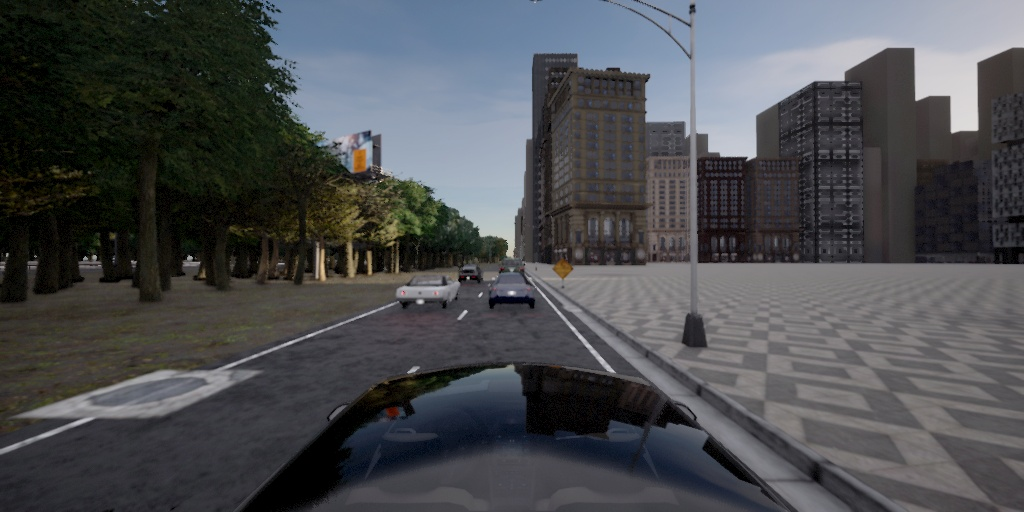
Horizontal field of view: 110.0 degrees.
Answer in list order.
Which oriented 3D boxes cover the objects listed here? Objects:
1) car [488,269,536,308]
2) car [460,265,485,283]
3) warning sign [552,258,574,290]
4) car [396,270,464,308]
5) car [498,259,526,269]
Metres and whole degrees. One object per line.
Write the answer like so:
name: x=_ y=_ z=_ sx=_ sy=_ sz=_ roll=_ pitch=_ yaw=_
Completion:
car: x=-0.004 y=1.448 z=16.150 sx=1.994 sy=1.385 sz=4.181 roll=0 pitch=0 yaw=0
car: x=-3.512 y=1.529 z=31.129 sx=1.837 sy=1.490 sz=4.892 roll=0 pitch=0 yaw=0
warning sign: x=3.039 y=1.047 z=21.344 sx=1.300 sy=1.860 sz=1.060 roll=0 pitch=0 yaw=0
car: x=-3.506 y=1.483 z=15.950 sx=1.895 sy=1.301 sz=4.718 roll=0 pitch=0 yaw=0
car: x=-0.015 y=1.236 z=30.856 sx=2.150 sy=2.045 sz=5.566 roll=0 pitch=0 yaw=0
